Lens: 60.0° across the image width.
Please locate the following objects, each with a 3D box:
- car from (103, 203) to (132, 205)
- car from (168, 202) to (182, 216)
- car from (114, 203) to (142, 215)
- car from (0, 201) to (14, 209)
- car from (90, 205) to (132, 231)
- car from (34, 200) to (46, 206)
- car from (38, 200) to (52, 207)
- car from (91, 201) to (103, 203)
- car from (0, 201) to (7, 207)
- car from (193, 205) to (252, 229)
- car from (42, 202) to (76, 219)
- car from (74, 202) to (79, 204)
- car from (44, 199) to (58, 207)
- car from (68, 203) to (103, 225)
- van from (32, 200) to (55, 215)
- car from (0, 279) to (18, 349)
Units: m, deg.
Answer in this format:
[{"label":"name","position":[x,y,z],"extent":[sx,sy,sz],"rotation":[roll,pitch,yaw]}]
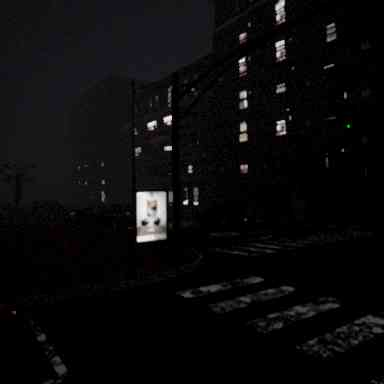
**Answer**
[{"label":"car","position":[-5.480,1.698,28.361],"extent":[2.097,1.767,4.553],"rotation":[-1,-1,-36]},{"label":"car","position":[-2.851,1.777,34.784],"extent":[1.967,1.590,4.097],"rotation":[-2,0,-36]},{"label":"car","position":[-8.130,2.050,41.950],"extent":[1.802,1.307,4.206],"rotation":[-2,0,-36]},{"label":"car","position":[-37.923,2.679,68.477],"extent":[2.008,1.369,4.403],"rotation":[-2,0,-36]},{"label":"car","position":[-5.233,1.863,23.388],"extent":[2.008,1.369,4.403],"rotation":[-2,0,-36]},{"label":"car","position":[-37.709,2.751,82.414],"extent":[1.887,1.381,4.507],"rotation":[-2,0,-36]},{"label":"car","position":[-34.429,2.689,77.913],"extent":[1.947,1.339,4.313],"rotation":[-2,0,-36]},{"label":"car","position":[-14.752,2.072,50.908],"extent":[1.967,1.590,4.097],"rotation":[-2,0,-36]},{"label":"car","position":[-44.482,2.837,77.480],"extent":[1.887,1.381,4.507],"rotation":[-2,0,-36]},{"label":"car","position":[2.020,1.668,23.489],"extent":[1.882,1.535,5.008],"rotation":[-1,0,-36]},{"label":"car","position":[-14.617,2.090,36.345],"extent":[1.887,1.381,4.507],"rotation":[-2,0,-36]},{"label":"car","position":[-21.311,2.377,59.908],"extent":[1.802,1.307,4.206],"rotation":[-2,0,-36]},{"label":"car","position":[-31.153,2.481,73.411],"extent":[1.967,1.590,4.097],"rotation":[-2,0,-36]},{"label":"car","position":[-8.513,1.944,27.889],"extent":[2.008,1.369,4.403],"rotation":[-2,0,-36]},{"label":"van","position":[-19.559,2.010,43.216],"extent":[1.690,1.788,3.998],"rotation":[-2,0,-36]},{"label":"car","position":[-4.230,1.586,3.545],"extent":[4.206,1.307,1.802],"rotation":[0,0,-36]}]
